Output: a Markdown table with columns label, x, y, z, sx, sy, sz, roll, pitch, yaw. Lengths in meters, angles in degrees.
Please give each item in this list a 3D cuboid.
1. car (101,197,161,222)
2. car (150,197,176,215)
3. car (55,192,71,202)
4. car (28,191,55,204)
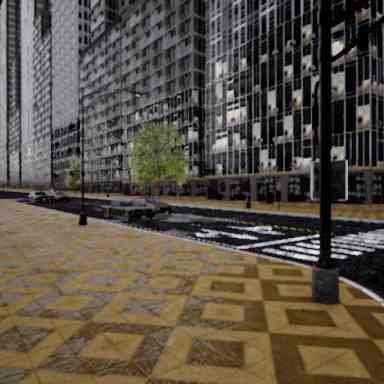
| label | x | y | z | sx | sy | sz | roll | pitch | yaw |
| --- | --- | --- | --- | --- | --- | --- | --- | --- | --- |
| car | -4.387 | 1.209 | 22.655 | 1.895 | 1.301 | 4.718 | 0 | 1 | -38 |
| car | -3.506 | 1.094 | 26.792 | 2.033 | 1.411 | 5.357 | 0 | 1 | -38 |
| car | -18.446 | 0.650 | 46.004 | 2.033 | 1.411 | 5.357 | 0 | 1 | -38 |
| car | -19.096 | 0.678 | 41.513 | 1.837 | 1.490 | 4.892 | 0 | 1 | -37 |
